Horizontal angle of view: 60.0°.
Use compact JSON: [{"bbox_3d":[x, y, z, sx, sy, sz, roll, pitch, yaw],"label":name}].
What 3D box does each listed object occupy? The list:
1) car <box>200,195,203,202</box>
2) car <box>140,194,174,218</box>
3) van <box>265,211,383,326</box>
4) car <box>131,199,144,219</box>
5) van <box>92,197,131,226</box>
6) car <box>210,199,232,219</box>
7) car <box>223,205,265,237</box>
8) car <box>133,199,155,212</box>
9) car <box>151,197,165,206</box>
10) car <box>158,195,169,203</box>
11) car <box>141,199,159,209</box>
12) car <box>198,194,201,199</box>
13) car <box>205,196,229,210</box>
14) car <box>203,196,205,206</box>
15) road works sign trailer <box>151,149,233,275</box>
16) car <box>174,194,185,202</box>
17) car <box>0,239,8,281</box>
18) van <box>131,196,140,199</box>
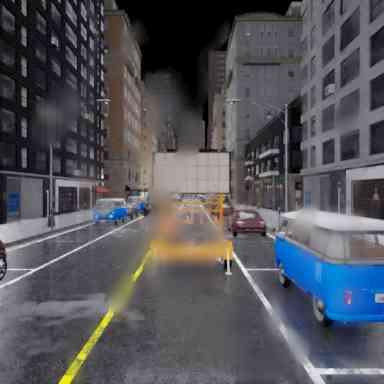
[{"bbox_3d":[2.845,1.556,56.307,2.008,1.369,4.403,0,0,0],"label":"car"},{"bbox_3d":[-3.106,1.221,30.980,2.150,2.045,5.566,0,0,0],"label":"car"},{"bbox_3d":[2.855,1.340,6.794,1.690,1.788,3.998,0,0,0],"label":"van"},{"bbox_3d":[-5.674,1.550,28.798,2.008,1.369,4.403,0,0,0],"label":"car"},{"bbox_3d":[-5.674,1.340,23.298,1.690,1.788,3.998,0,0,0],"label":"van"},{"bbox_3d":[2.851,1.581,28.799,1.802,1.307,4.206,0,0,0],"label":"car"},{"bbox_3d":[2.853,1.581,17.797,1.802,1.307,4.206,0,0,0],"label":"car"},{"bbox_3d":[-5.677,1.566,39.801,1.947,1.339,4.313,0,0,0],"label":"car"},{"bbox_3d":[-5.680,1.571,56.305,1.947,1.339,4.313,0,0,0],"label":"car"},{"bbox_3d":[-5.683,1.450,67.308,1.967,1.590,4.097,0,0,0],"label":"car"},{"bbox_3d":[-5.677,1.584,45.302,1.802,1.307,4.206,0,0,0],"label":"car"},{"bbox_3d":[2.843,1.576,67.309,1.947,1.339,4.313,0,0,0],"label":"car"},{"bbox_3d":[2.849,1.314,34.301,2.192,1.841,5.009,0,0,0],"label":"car"},{"bbox_3d":[2.848,1.442,45.304,1.967,1.590,4.097,0,0,0],"label":"car"},{"bbox_3d":[-0.001,0.464,10.472,2.380,3.560,2.880,0,0,0],"label":"road works sign trailer"},{"bbox_3d":[-3.013,1.542,71.472,1.812,1.442,4.674,0,0,0],"label":"car"},{"bbox_3d":[-5.670,1.440,6.793,1.967,1.590,4.097,0,0,0],"label":"car"},{"bbox_3d":[-5.676,1.340,34.299,1.690,1.788,3.998,0,0,0],"label":"van"}]
